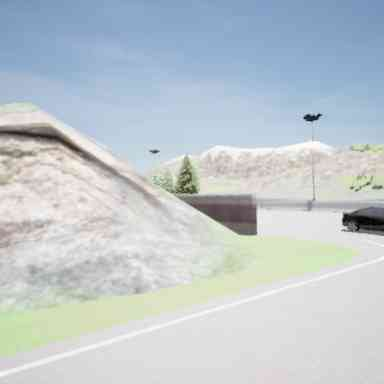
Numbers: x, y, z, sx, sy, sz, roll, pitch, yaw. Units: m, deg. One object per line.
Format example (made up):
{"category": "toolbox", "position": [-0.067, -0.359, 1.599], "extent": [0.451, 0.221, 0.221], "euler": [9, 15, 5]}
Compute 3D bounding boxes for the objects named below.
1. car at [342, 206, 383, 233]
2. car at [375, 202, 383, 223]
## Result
{"category": "car", "position": [10.716, 1.537, 18.267], "extent": [1.882, 1.535, 5.008], "euler": [0, -1, -25]}
{"category": "car", "position": [15.961, 1.478, 23.626], "extent": [1.837, 1.490, 4.892], "euler": [-1, 0, -37]}
